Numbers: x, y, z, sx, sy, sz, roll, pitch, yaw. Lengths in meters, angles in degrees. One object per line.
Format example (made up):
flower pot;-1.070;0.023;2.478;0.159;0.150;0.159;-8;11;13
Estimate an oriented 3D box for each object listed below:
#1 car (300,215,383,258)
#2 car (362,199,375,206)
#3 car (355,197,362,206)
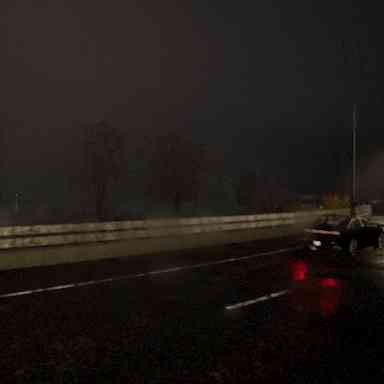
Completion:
car;6.389;1.703;13.865;4.902;1.511;2.128;1;-1;-43
car;43.810;2.668;84.623;1.882;1.535;5.008;0;-1;2
car;40.321;2.388;84.884;2.150;2.045;5.566;0;-1;2
